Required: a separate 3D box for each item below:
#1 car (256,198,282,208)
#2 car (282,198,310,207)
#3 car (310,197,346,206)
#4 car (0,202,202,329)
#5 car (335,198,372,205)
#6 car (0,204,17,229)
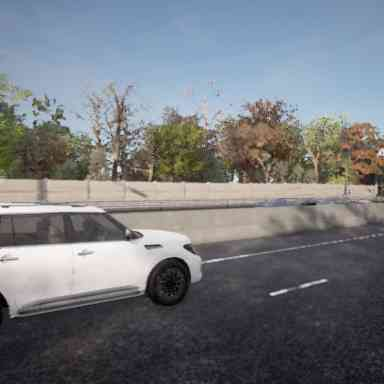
[{"bbox_3d":[10.446,1.508,41.524,5.357,1.411,2.033,0,0,-35],"label":"car"},{"bbox_3d":[13.370,1.437,39.306,5.008,1.535,1.882,0,0,-35],"label":"car"},{"bbox_3d":[15.497,1.312,36.525,4.553,1.767,2.097,0,0,-35],"label":"car"},{"bbox_3d":[-2.448,1.219,6.299,5.566,2.045,2.150,0,0,-35],"label":"car"},{"bbox_3d":[16.670,1.561,33.068,4.718,1.301,1.895,0,0,-35],"label":"car"},{"bbox_3d":[-13.383,1.525,20.243,4.674,1.442,1.812,0,0,-35],"label":"car"}]
